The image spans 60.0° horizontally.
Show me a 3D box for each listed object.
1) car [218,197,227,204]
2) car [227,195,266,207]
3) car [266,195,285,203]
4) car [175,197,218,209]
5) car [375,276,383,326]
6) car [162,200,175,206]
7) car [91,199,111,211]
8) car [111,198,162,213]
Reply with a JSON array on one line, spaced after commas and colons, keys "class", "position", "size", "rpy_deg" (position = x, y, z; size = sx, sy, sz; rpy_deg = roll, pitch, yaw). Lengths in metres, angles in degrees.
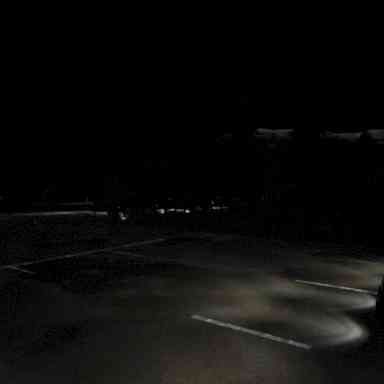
[{"class": "car", "position": [4.694, 1.458, 50.760], "size": [5.357, 1.411, 2.033], "rpy_deg": [0, 0, -37]}, {"class": "car", "position": [8.026, 1.419, 48.705], "size": [4.902, 1.511, 2.128], "rpy_deg": [0, 0, -35]}, {"class": "car", "position": [12.810, 1.278, 55.822], "size": [4.553, 1.767, 2.097], "rpy_deg": [0, 0, -28]}, {"class": "car", "position": [0.639, 1.421, 42.977], "size": [4.892, 1.490, 1.837], "rpy_deg": [0, 0, -41]}, {"class": "car", "position": [5.138, 1.352, 4.578], "size": [4.553, 1.767, 2.097], "rpy_deg": [0, 0, 36]}, {"class": "car", "position": [-2.711, 1.425, 44.668], "size": [4.674, 1.442, 1.812], "rpy_deg": [0, 0, -42]}, {"class": "car", "position": [-9.170, 1.493, 38.299], "size": [1.895, 1.301, 4.718], "rpy_deg": [0, 0, 43]}, {"class": "car", "position": [-6.013, 1.413, 36.491], "size": [1.837, 1.490, 4.892], "rpy_deg": [0, 0, 43]}]
